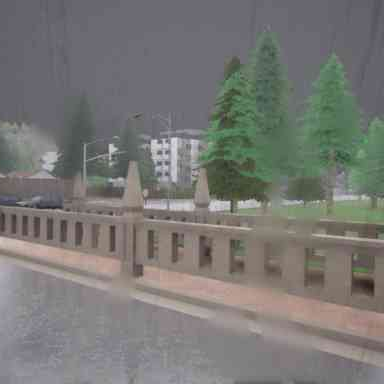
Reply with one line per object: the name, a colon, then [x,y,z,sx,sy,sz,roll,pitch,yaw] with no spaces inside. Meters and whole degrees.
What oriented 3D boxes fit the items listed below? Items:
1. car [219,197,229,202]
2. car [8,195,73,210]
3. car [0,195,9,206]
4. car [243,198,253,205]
car: [6.253,1.178,51.747,1.895,1.301,4.718,1,1,38]
car: [-13.788,1.040,31.266,2.033,1.411,5.357,1,1,38]
car: [-17.843,0.973,31.726,2.033,1.411,5.357,1,1,37]
car: [9.149,1.135,49.770,2.128,1.511,4.902,1,1,38]
